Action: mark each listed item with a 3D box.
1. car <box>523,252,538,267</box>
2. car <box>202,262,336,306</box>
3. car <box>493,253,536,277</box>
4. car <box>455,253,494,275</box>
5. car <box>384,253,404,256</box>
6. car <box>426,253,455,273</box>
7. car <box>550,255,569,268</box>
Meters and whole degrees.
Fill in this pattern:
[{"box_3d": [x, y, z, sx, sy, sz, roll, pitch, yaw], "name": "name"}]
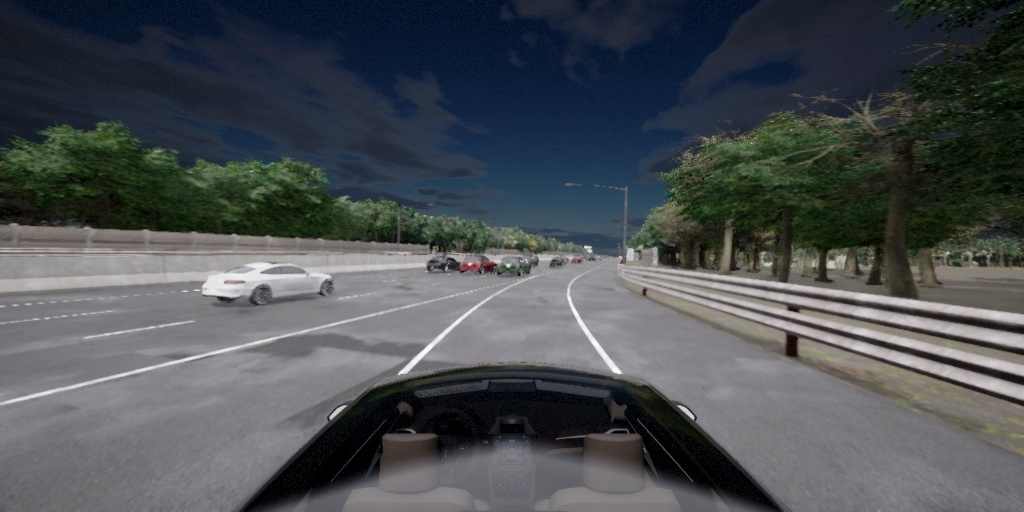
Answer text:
[{"box_3d": [2.276, 0.678, 50.148, 2.097, 1.767, 4.553, 2, 1, 17], "name": "car"}, {"box_3d": [-9.037, 0.958, 13.813, 1.812, 1.442, 4.674, 2, 1, 17], "name": "car"}, {"box_3d": [0.308, 0.837, 32.054, 2.097, 1.767, 4.553, 2, 1, 17], "name": "car"}, {"box_3d": [-3.032, 0.728, 33.093, 2.097, 1.767, 4.553, 2, 1, 17], "name": "car"}, {"box_3d": [-19.880, 0.153, 61.425, 1.895, 1.301, 4.718, 2, 1, 18], "name": "car"}, {"box_3d": [-6.364, 0.773, 34.176, 1.837, 1.490, 4.892, 2, 1, 17], "name": "car"}, {"box_3d": [6.815, 0.929, 52.976, 1.837, 1.490, 4.892, 2, 1, 17], "name": "car"}]
